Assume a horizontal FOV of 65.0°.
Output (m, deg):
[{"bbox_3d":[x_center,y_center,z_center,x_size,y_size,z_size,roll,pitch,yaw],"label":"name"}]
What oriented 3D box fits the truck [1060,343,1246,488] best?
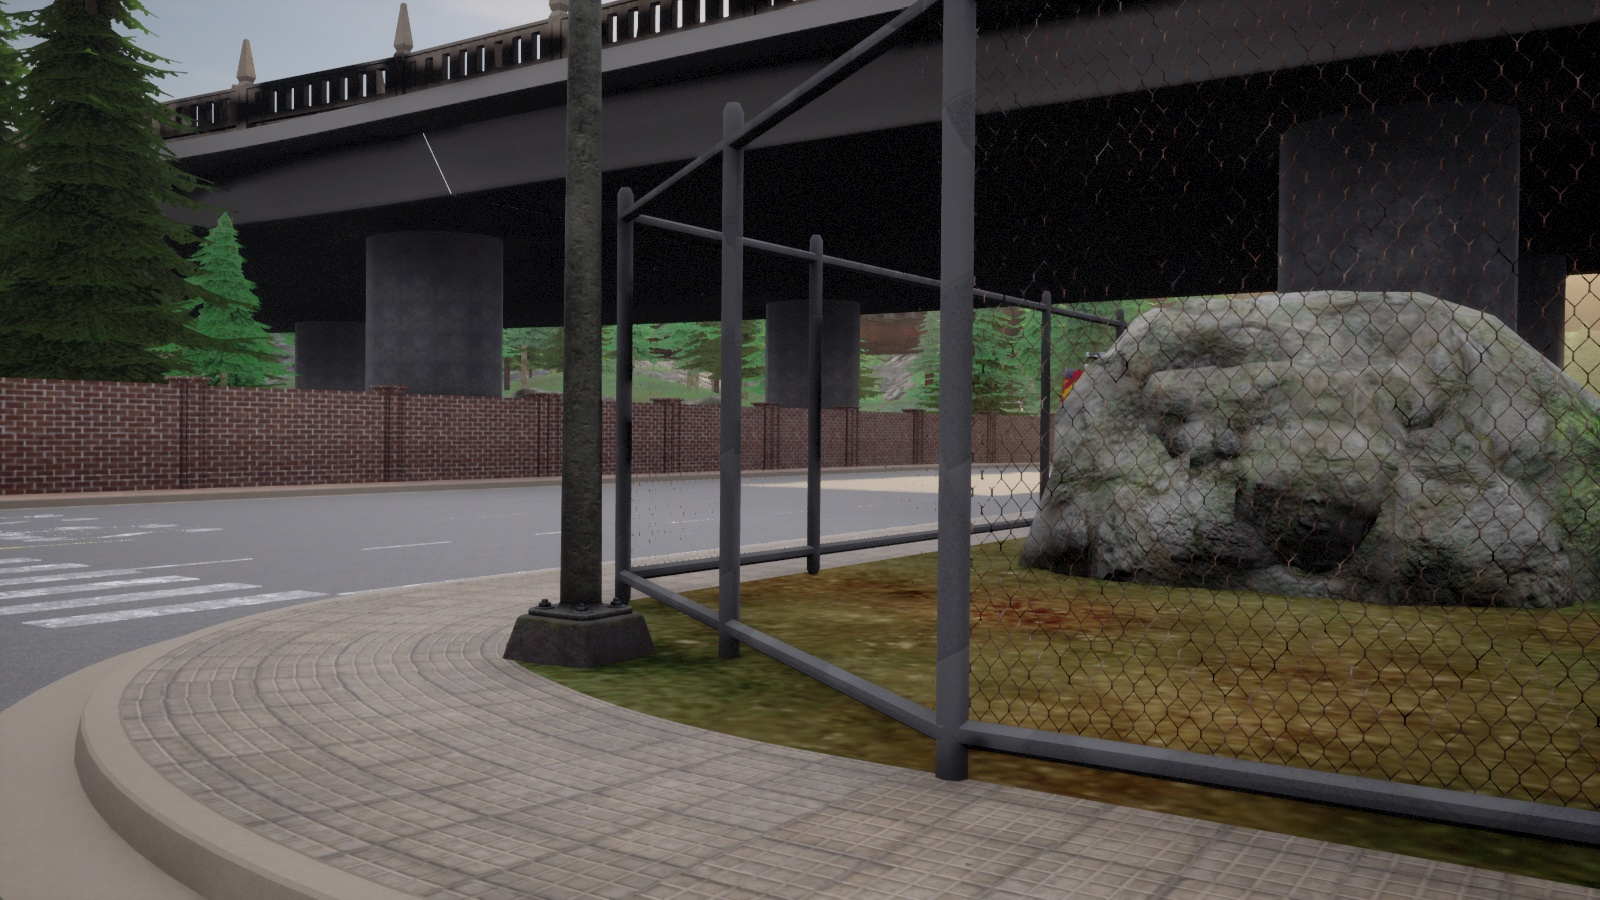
[{"bbox_3d":[10.754,-0.988,37.552,2.891,3.827,8.468,0,1,33],"label":"truck"}]
